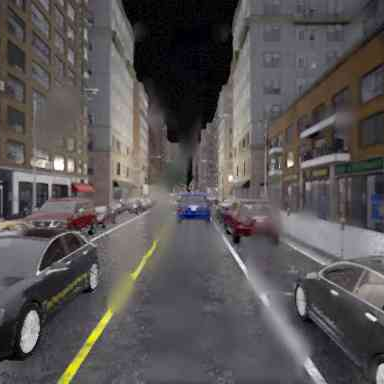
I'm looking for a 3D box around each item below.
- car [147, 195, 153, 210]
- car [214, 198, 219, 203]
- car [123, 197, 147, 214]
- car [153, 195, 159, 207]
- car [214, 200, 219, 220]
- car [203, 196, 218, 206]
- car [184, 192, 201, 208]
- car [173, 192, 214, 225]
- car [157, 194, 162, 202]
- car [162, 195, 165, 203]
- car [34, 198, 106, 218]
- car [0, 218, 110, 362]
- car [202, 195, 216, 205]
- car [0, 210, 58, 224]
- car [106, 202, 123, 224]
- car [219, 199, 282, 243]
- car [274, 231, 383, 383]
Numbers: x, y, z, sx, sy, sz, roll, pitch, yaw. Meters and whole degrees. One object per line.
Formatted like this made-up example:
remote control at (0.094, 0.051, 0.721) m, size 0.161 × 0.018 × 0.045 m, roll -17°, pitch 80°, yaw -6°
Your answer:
car at (-5.860, 1.324, 37.158) m, size 1.752 × 1.417 × 4.829 m, roll 0°, pitch 0°, yaw 0°
car at (2.672, 1.403, 26.357) m, size 2.008 × 1.369 × 4.403 m, roll 0°, pitch 0°, yaw 0°
car at (-5.858, 1.264, 31.834) m, size 1.967 × 1.590 × 4.097 m, roll 1°, pitch 0°, yaw 0°
car at (-5.862, 1.322, 42.820) m, size 2.008 × 1.369 × 4.403 m, roll 0°, pitch 0°, yaw 0°
car at (2.674, 1.447, 20.866) m, size 1.947 × 1.339 × 4.313 m, roll 0°, pitch 0°, yaw 0°
car at (2.663, 1.291, 48.323) m, size 1.887 × 1.381 × 4.507 m, roll 0°, pitch 0°, yaw 0°
car at (0.089, 0.983, 44.744) m, size 2.150 × 2.045 × 5.566 m, roll 0°, pitch 0°, yaw 0°
car at (0.099, 1.094, 22.836) m, size 2.150 × 2.045 × 5.566 m, roll 0°, pitch 1°, yaw 0°
car at (-5.862, 1.186, 48.313) m, size 1.967 × 1.590 × 4.097 m, roll 0°, pitch 0°, yaw 0°
car at (-5.866, 1.138, 59.299) m, size 1.967 × 1.590 × 4.097 m, roll 0°, pitch 0°, yaw 0°
car at (-5.852, 1.226, 15.355) m, size 2.192 × 1.841 × 5.009 m, roll 1°, pitch 0°, yaw 0°
car at (-3.067, 1.471, 5.960) m, size 1.837 × 1.490 × 4.892 m, roll 0°, pitch 0°, yaw 0°
car at (2.661, 1.273, 53.814) m, size 2.008 × 1.369 × 4.403 m, roll 0°, pitch 0°, yaw 0°
car at (-5.852, 1.468, 9.693) m, size 1.752 × 1.417 × 4.829 m, roll 1°, pitch 0°, yaw 0°
car at (-5.856, 1.463, 20.849) m, size 1.802 × 1.307 × 4.206 m, roll 1°, pitch 0°, yaw 0°
car at (2.678, 1.226, 15.374) m, size 2.192 × 1.841 × 5.009 m, roll 1°, pitch 0°, yaw 0°
car at (2.680, 1.524, 4.392) m, size 2.008 × 1.369 × 4.403 m, roll 1°, pitch 0°, yaw 0°
